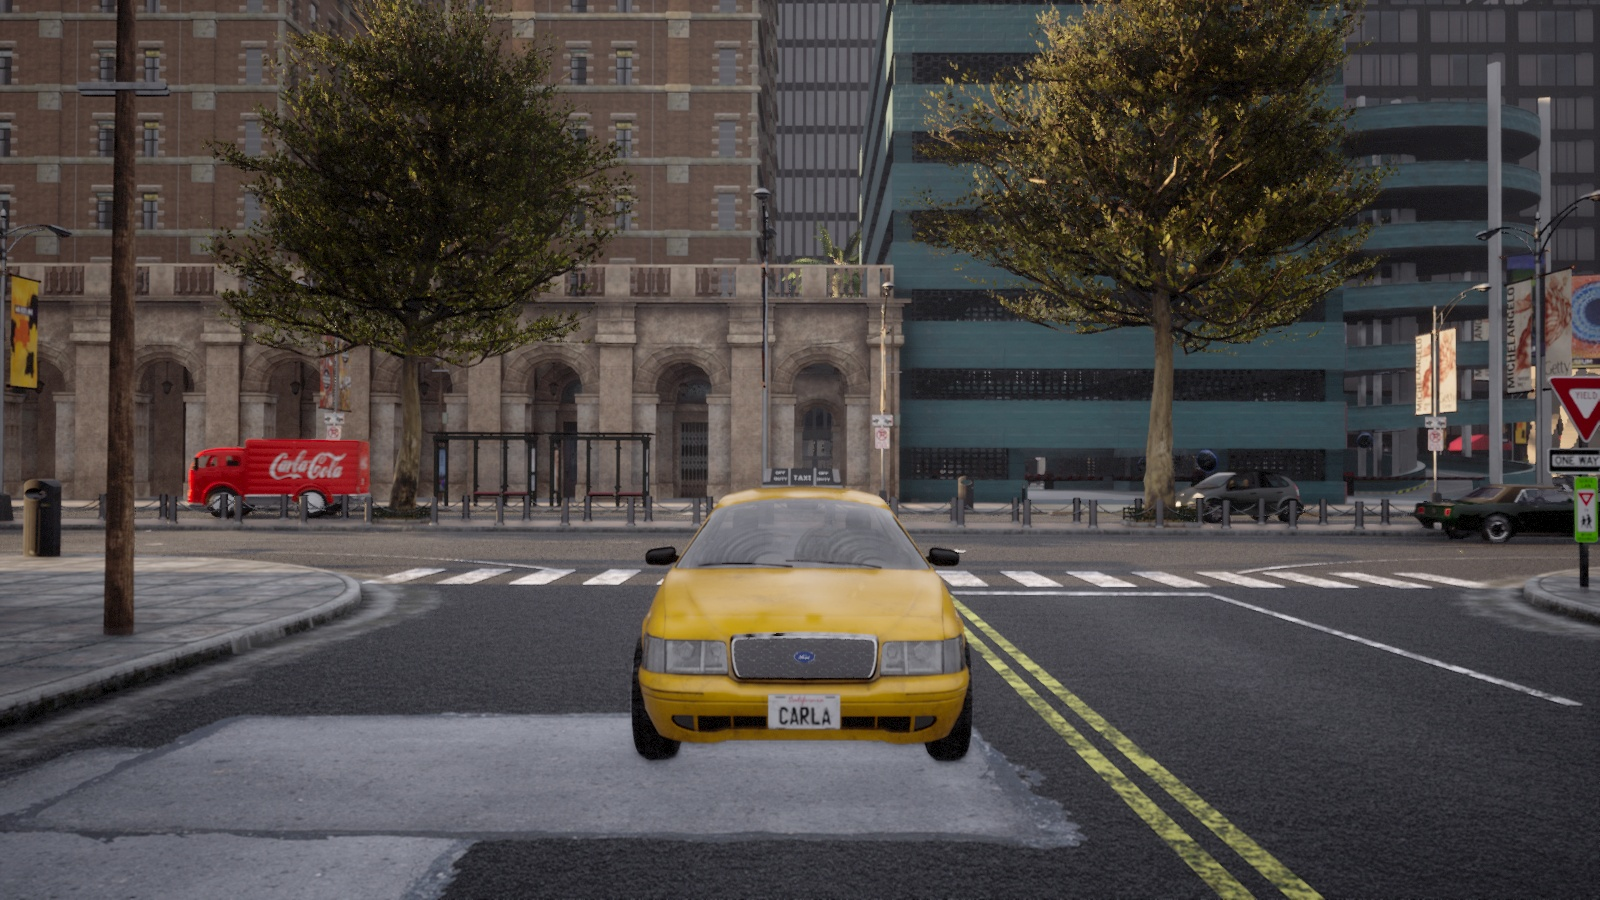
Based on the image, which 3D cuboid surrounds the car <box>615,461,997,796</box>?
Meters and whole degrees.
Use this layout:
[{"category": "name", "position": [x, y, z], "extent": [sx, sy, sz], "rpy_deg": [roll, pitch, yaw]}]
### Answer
[{"category": "car", "position": [0.019, 0.887, 8.634], "extent": [1.801, 1.575, 5.366], "rpy_deg": [0, -1, 0]}]

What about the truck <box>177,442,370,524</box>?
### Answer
[{"category": "truck", "position": [-16.584, 1.016, 39.873], "extent": [5.204, 2.467, 2.627], "rpy_deg": [0, -1, -10]}]

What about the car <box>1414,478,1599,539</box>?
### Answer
[{"category": "car", "position": [16.694, 1.290, 28.342], "extent": [4.718, 1.301, 1.895], "rpy_deg": [0, -1, 1]}]

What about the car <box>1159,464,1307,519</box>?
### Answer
[{"category": "car", "position": [13.376, 1.266, 38.871], "extent": [3.988, 1.617, 1.851], "rpy_deg": [0, -1, -16]}]
